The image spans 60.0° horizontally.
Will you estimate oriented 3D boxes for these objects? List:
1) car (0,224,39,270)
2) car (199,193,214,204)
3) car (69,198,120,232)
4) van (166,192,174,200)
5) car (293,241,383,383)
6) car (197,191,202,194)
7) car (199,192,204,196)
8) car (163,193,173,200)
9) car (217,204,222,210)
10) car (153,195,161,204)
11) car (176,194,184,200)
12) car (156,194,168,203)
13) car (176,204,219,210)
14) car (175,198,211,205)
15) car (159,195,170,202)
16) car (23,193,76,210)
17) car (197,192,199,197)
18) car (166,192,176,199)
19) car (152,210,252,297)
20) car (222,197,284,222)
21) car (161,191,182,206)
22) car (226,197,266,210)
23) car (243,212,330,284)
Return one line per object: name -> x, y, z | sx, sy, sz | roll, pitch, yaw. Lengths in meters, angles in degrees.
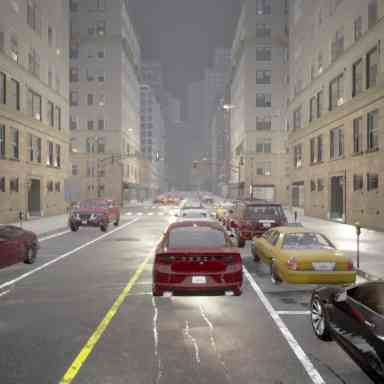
car -> -5.754, 1.577, 9.158 | 1.802, 1.307, 4.206 | 0, 0, 0
car -> 2.809, 1.367, 57.908 | 2.008, 1.369, 4.403 | 0, 0, 0
car -> -5.744, 1.291, 20.264 | 2.192, 1.841, 5.009 | 0, 0, 0
van -> -5.693, 0.967, 85.037 | 1.690, 1.788, 3.998 | 1, 0, 0
car -> 2.768, 1.566, 3.594 | 1.947, 1.339, 4.313 | 0, 0, 0
car -> 2.835, 1.023, 90.448 | 1.967, 1.590, 4.097 | 1, 0, 0
car -> 2.818, 1.271, 68.925 | 1.752, 1.417, 4.829 | 1, 0, 0
car -> -5.698, 1.107, 79.615 | 1.967, 1.590, 4.097 | 1, 0, 0
car -> 2.781, 1.558, 20.250 | 1.802, 1.307, 4.206 | 0, 0, 0
car -> -5.716, 1.361, 57.922 | 1.887, 1.381, 4.507 | 0, 0, 0
car -> -2.943, 1.183, 80.755 | 1.812, 1.442, 4.674 | 0, 0, 0
car -> -5.711, 1.223, 63.345 | 1.967, 1.590, 4.097 | 1, 0, 0
car -> 0.110, 1.510, 16.158 | 1.812, 1.442, 4.674 | 0, 0, 0
car -> 0.091, 1.454, 25.300 | 2.128, 1.511, 4.902 | 0, 0, 0
car -> -5.707, 1.291, 68.769 | 1.887, 1.381, 4.507 | 1, 0, 0
car -> -17.447, 1.161, 40.904 | 5.566, 2.045, 2.150 | 0, 0, 0
car -> 2.826, 1.249, 79.604 | 1.802, 1.307, 4.206 | 1, 0, 0
car -> -5.689, 0.898, 90.460 | 2.192, 1.841, 5.009 | 1, 0, 0
car -> 0.078, 1.473, 8.638 | 1.882, 1.535, 5.008 | 0, 0, -1
car -> 2.777, 1.302, 14.699 | 2.192, 1.841, 5.009 | 0, 0, 0
car -> -3.112, 1.203, 51.752 | 2.097, 1.767, 4.553 | 0, 0, 2
car -> 6.692, 1.399, 41.525 | 4.892, 1.490, 1.837 | 0, 0, 7
car -> 2.773, 1.519, 9.315 | 1.752, 1.417, 4.829 | 0, 0, 0
